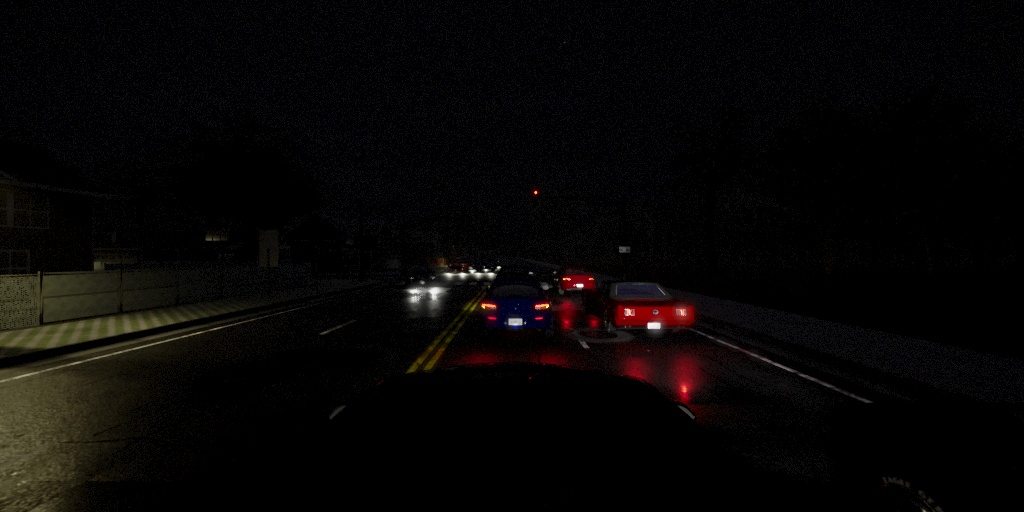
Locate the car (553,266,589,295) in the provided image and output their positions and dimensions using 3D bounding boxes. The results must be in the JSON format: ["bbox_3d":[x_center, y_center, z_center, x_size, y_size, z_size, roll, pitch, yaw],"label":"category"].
[{"bbox_3d":[3.324,1.276,19.731,1.812,1.442,4.674,0,0,0],"label":"car"}]

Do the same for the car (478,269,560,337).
[{"bbox_3d":[0.090,1.276,10.143,1.812,1.442,4.674,0,0,0],"label":"car"}]

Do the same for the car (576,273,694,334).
[{"bbox_3d":[3.342,1.351,10.623,1.895,1.301,4.718,0,0,0],"label":"car"}]

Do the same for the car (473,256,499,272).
[{"bbox_3d":[-3.300,0.962,46.111,2.150,2.045,5.566,0,0,1],"label":"car"}]

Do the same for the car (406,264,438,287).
[{"bbox_3d":[-6.298,1.298,24.982,2.033,1.411,5.357,0,0,-16],"label":"car"}]

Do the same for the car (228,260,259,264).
[{"bbox_3d":[-21.935,1.136,30.457,4.553,1.767,2.097,0,0,0],"label":"car"}]

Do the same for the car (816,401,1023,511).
[{"bbox_3d":[3.348,1.351,0.671,1.895,1.301,4.718,0,0,0],"label":"car"}]

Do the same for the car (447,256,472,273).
[{"bbox_3d":[-6.562,1.094,43.992,2.097,1.767,4.553,0,0,0],"label":"car"}]

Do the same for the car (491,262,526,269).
[{"bbox_3d":[0.071,1.255,19.404,1.837,1.490,4.892,0,0,0],"label":"car"}]
